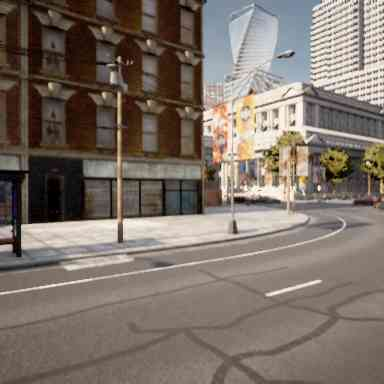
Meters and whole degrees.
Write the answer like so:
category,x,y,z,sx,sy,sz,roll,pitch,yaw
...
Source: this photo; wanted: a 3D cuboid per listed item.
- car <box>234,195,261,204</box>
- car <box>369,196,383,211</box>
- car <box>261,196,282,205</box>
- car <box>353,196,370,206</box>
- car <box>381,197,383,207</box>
category,x,y,z,sx,sy,sz,roll,pitch,yaw
car,8.984,1.324,56.788,1.882,1.535,5.008,0,0,-29
car,21.781,1.400,35.697,2.033,1.411,5.357,0,0,0
car,12.946,1.382,56.869,2.033,1.411,5.357,0,0,-26
car,26.432,1.327,50.038,2.002,1.452,4.674,0,0,-16
car,27.743,1.410,44.459,1.895,1.301,4.718,0,0,-6
